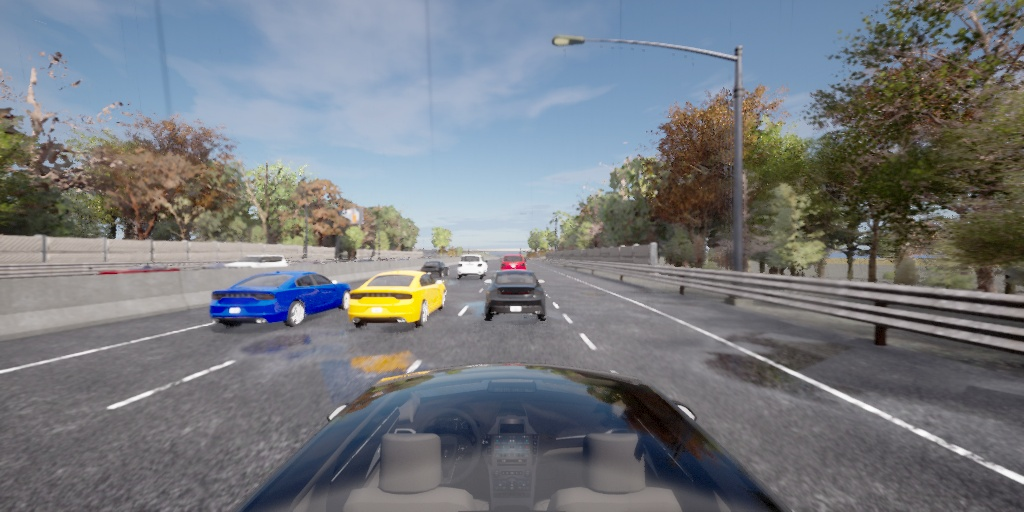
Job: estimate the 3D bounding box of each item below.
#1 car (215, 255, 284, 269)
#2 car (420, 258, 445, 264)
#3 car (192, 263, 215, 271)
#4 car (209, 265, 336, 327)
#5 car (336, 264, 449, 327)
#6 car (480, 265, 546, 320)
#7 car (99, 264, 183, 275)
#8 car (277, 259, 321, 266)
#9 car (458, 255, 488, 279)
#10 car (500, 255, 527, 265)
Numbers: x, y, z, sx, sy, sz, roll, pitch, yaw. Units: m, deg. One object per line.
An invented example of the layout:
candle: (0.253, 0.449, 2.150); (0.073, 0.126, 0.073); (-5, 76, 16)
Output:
car: (-21.085, 0.905, 29.729); (2.150, 2.045, 5.566); (0, 0, 0)
car: (-6.887, 1.182, 32.341); (1.837, 1.490, 4.892); (0, 0, 0)
car: (-24.582, 1.229, 30.718); (2.033, 1.411, 5.357); (0, 0, 0)
car: (-6.896, 1.201, 11.400); (1.882, 1.535, 5.008); (0, 0, 0)
car: (-3.393, 1.201, 11.485); (1.882, 1.535, 5.008); (0, 0, 0)
car: (0.104, 1.226, 12.466); (1.837, 1.490, 4.892); (0, 0, 0)
car: (-28.085, 1.289, 27.287); (1.895, 1.301, 4.718); (0, 0, 0)
car: (-17.576, 1.207, 30.811); (1.812, 1.442, 4.674); (0, 0, 0)
car: (-3.388, 0.901, 31.430); (2.150, 2.045, 5.566); (0, 0, 0)
car: (0.110, 0.900, 31.488); (2.150, 2.045, 5.566); (0, 0, 0)
